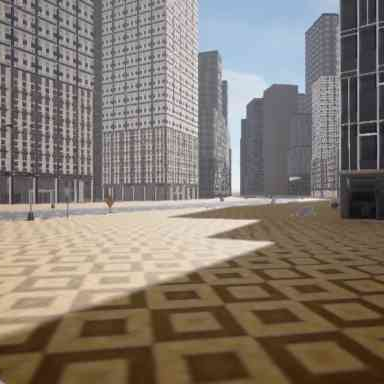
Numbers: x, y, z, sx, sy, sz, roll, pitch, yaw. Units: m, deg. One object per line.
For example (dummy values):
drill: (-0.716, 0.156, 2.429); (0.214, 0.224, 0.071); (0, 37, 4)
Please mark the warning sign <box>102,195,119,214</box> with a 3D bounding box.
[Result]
warning sign: (-8.285, 1.249, 33.723); (1.300, 1.860, 1.060); (0, 0, 34)
